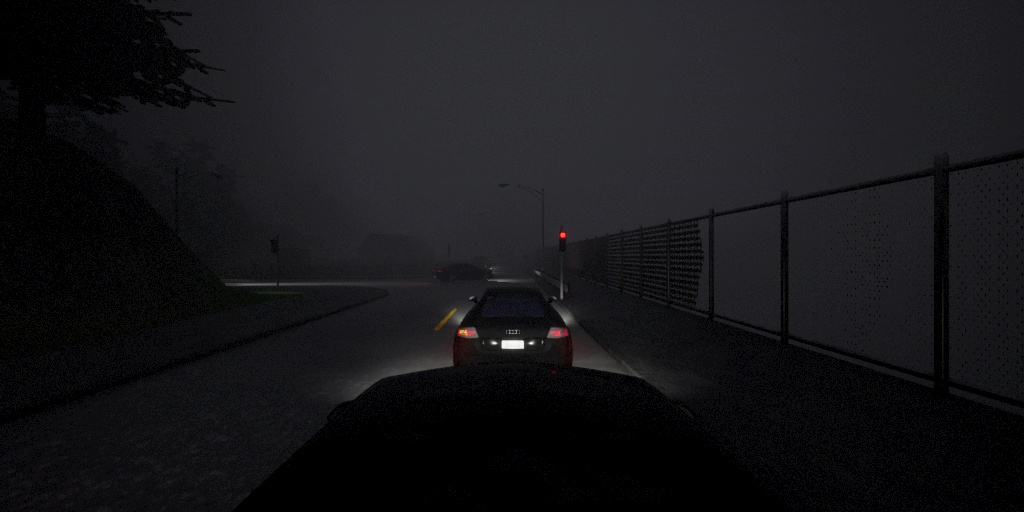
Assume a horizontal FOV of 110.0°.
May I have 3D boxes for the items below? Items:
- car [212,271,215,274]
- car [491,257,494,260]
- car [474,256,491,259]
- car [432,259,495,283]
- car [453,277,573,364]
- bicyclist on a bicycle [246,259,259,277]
[{"bbox_3d":[-23.389,1.243,24.881,4.902,1.511,2.128,0,0,0],"label":"car"},{"bbox_3d":[-4.542,1.276,60.501,1.812,1.442,4.674,0,0,0],"label":"car"},{"bbox_3d":[-4.482,0.972,50.585,2.150,2.045,5.566,0,0,0],"label":"car"},{"bbox_3d":[-3.730,1.255,27.679,4.892,1.490,1.837,0,2,-36],"label":"car"},{"bbox_3d":[0.019,1.314,7.450,1.994,1.385,4.181,0,0,0],"label":"car"},{"bbox_3d":[-24.042,1.099,33.271,0.582,1.620,1.656,0,0,0],"label":"bicyclist on a bicycle"}]
